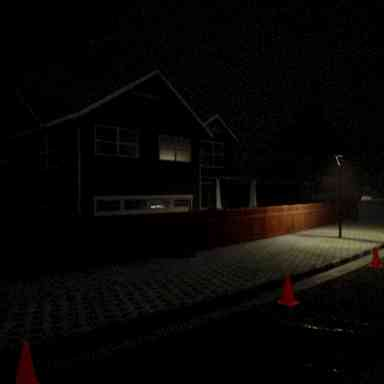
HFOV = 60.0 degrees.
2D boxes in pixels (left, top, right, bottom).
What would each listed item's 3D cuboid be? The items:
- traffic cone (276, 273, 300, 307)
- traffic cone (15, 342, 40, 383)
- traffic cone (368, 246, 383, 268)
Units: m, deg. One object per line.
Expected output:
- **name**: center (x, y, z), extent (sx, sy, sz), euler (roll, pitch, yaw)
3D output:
- **traffic cone**: center (1.938, 1.942, 6.712), extent (0.340, 0.580, 0.340), euler (0, 0, -41)
- **traffic cone**: center (-1.836, 1.954, 3.673), extent (0.340, 0.580, 0.340), euler (0, 0, -37)
- **traffic cone**: center (5.518, 1.931, 9.980), extent (0.340, 0.580, 0.340), euler (0, 0, -44)
